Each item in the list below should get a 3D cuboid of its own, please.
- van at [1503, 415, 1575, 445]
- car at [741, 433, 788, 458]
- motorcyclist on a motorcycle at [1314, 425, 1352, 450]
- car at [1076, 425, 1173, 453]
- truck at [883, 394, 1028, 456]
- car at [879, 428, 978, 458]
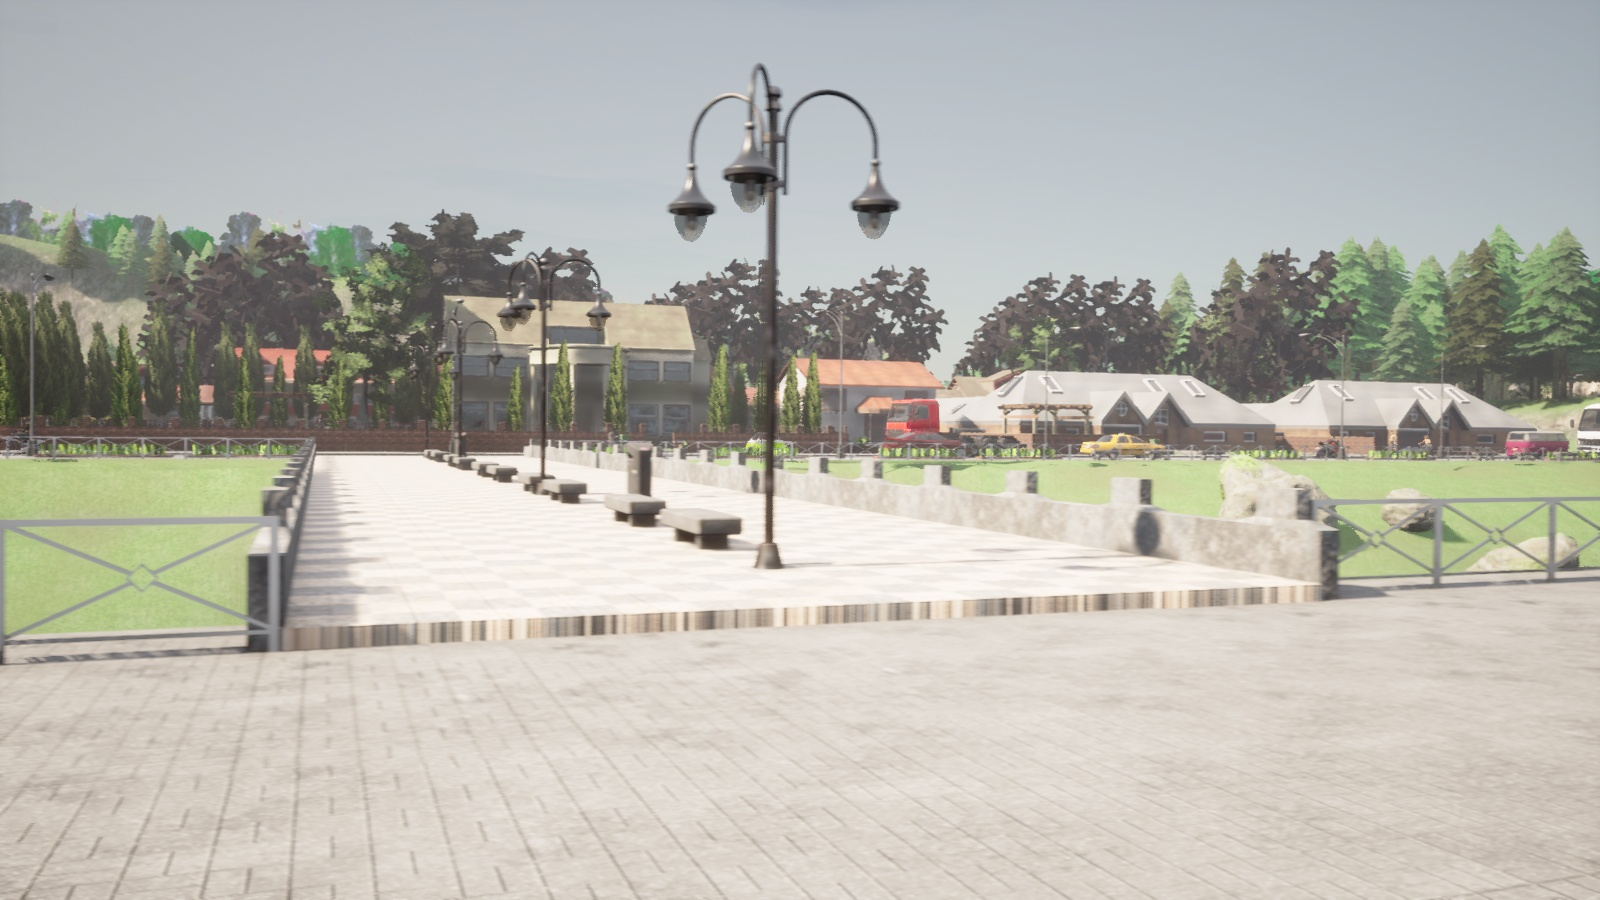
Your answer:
[{"bbox_3d":[49.609,-1.356,84.308,4.442,1.987,1.775,-1,1,-21],"label":"van"},{"bbox_3d":[-1.938,-0.249,69.013,2.207,1.376,1.481,-1,1,-21],"label":"car"},{"bbox_3d":[33.123,-0.794,78.050,2.191,1.530,0.866,-1,1,-21],"label":"motorcyclist on a motorcycle"},{"bbox_3d":[18.750,-0.647,72.590,5.366,1.575,1.801,-1,1,-21],"label":"car"},{"bbox_3d":[9.065,-1.473,73.181,7.936,3.462,2.891,-1,1,-21],"label":"truck"},{"bbox_3d":[6.967,-0.408,68.116,5.008,1.535,1.882,-1,1,-21],"label":"car"}]
